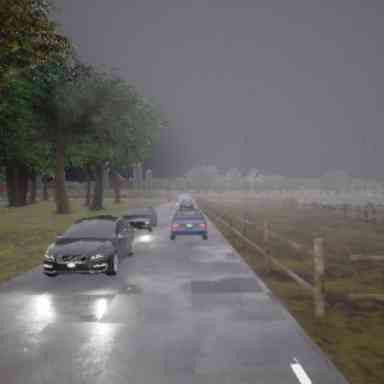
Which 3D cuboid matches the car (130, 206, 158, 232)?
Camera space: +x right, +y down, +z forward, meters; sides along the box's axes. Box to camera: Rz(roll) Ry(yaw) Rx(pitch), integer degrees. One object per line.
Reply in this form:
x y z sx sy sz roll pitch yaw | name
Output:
-3.168 1.627 20.951 2.033 1.411 5.357 0 0 -1 | car

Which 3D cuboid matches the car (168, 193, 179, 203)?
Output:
-3.967 1.325 71.664 2.150 2.045 5.566 0 0 -1 | car

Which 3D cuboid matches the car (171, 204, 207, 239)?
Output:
-0.172 1.601 17.736 2.033 1.411 5.357 0 0 -1 | car

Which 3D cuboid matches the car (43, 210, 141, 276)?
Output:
-2.995 1.557 10.592 1.837 1.490 4.892 0 0 -1 | car

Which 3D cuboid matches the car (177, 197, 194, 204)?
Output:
-0.670 1.676 46.185 1.994 1.385 4.181 0 0 -1 | car
